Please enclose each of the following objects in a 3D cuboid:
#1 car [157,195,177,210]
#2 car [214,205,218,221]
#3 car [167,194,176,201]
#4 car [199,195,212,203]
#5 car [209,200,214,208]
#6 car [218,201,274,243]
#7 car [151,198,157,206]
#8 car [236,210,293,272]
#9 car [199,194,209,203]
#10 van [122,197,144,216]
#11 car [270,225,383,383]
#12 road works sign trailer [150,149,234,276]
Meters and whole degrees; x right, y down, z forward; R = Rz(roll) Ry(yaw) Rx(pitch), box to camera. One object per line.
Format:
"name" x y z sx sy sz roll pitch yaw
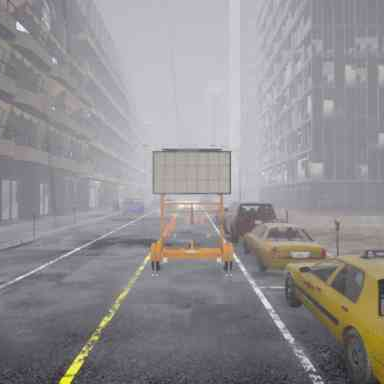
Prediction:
"car" -3.003 1.530 43.110 1.882 1.535 5.008 0 0 0
"car" 2.700 1.582 21.484 1.947 1.339 4.313 1 0 0
"car" -5.684 1.542 93.282 2.192 1.841 5.009 1 0 0
"car" 2.697 1.666 60.144 1.947 1.339 4.313 1 0 0
"car" 2.700 1.568 27.008 1.887 1.381 4.507 1 0 0
"car" 2.705 1.326 15.961 2.192 1.841 5.009 1 0 0
"car" -5.683 1.665 54.621 1.802 1.307 4.206 1 0 0
"car" 2.702 1.532 10.609 1.752 1.417 4.829 1 0 0
"car" 2.698 1.471 76.714 2.192 1.841 5.009 1 0 0
"van" -5.677 1.373 32.531 1.690 1.788 3.998 1 0 0
"car" 2.702 1.528 5.086 1.752 1.417 4.829 1 0 0
"road works sign trailer" -0.001 0.471 10.314 2.380 3.560 2.880 0 0 0
